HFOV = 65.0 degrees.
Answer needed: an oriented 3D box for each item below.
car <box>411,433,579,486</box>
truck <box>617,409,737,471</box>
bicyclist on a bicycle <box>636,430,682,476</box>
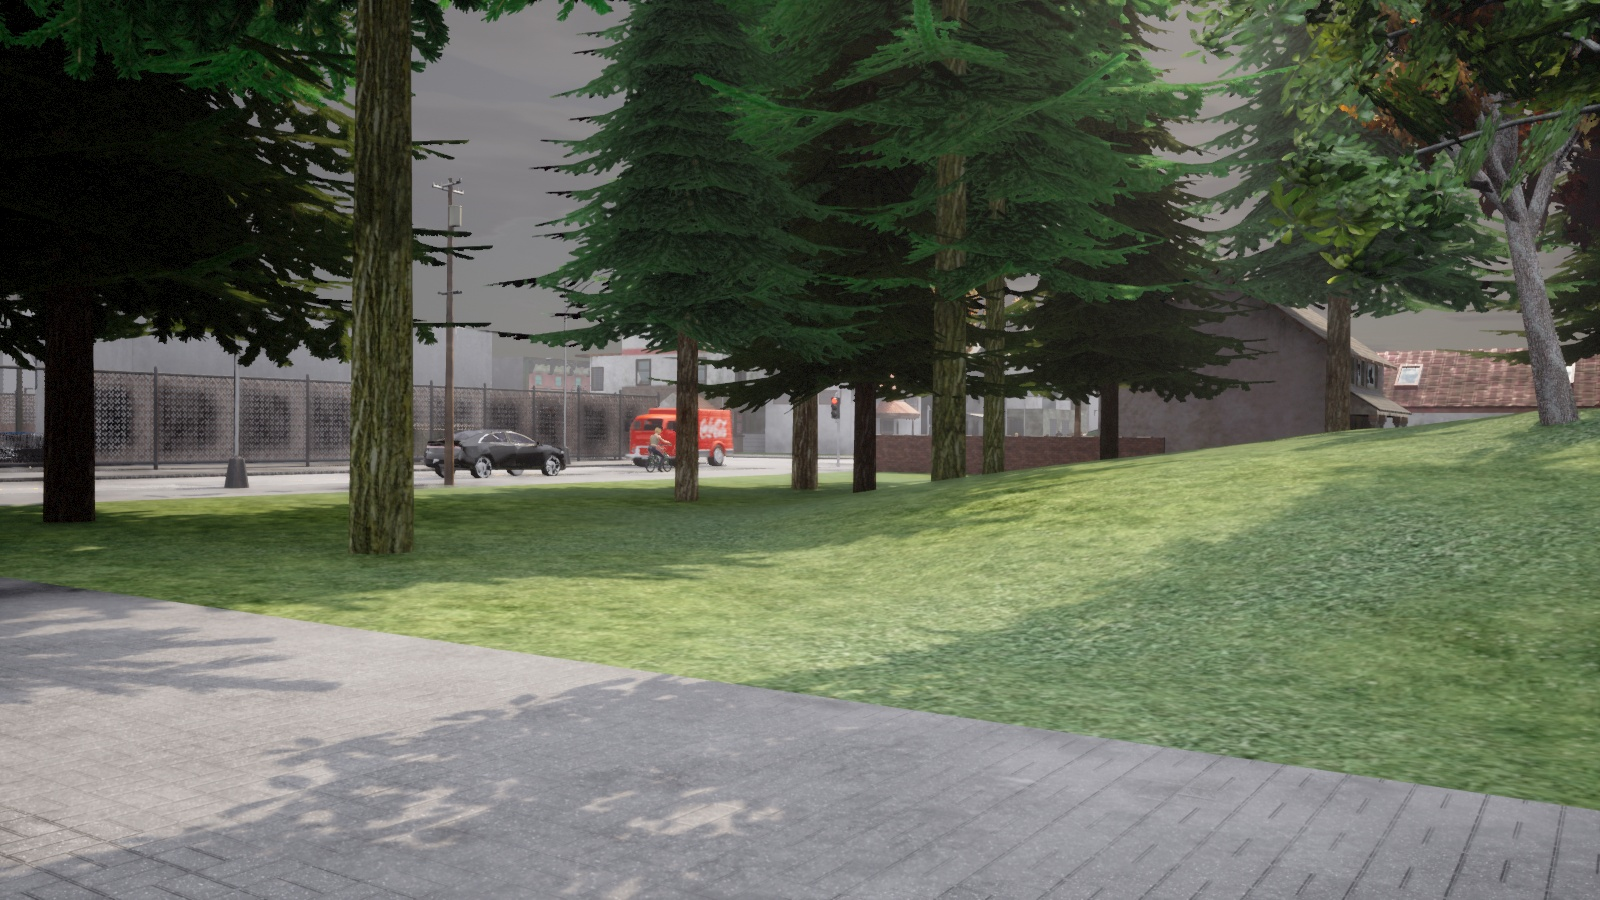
[{"bbox_3d":[-9.367,0.240,38.970,2.128,1.511,4.902,0,1,34],"label":"car"},{"bbox_3d":[-5.120,-0.432,52.955,2.627,2.467,5.204,0,1,27],"label":"truck"},{"bbox_3d":[-5.094,0.094,45.400,0.866,1.612,1.509,0,1,33],"label":"bicyclist on a bicycle"}]
